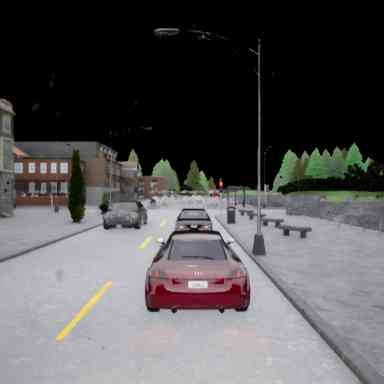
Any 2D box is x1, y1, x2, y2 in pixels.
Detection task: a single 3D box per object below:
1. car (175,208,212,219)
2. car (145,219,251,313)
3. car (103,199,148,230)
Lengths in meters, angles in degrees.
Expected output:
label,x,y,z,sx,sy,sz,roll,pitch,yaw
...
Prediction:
label,x,y,z,sx,sy,sz,roll,pitch,yaw
car,0.081,1.546,16.972,2.033,1.411,5.357,0,0,0
car,0.094,1.563,7.736,1.994,1.385,4.181,0,0,0
car,-4.077,1.350,20.911,2.097,1.767,4.553,0,0,0
